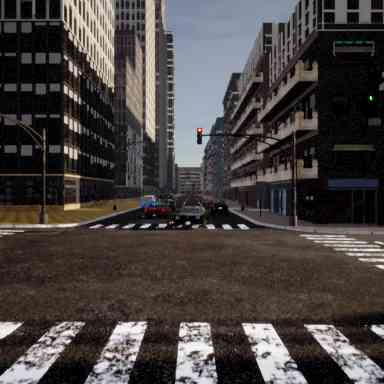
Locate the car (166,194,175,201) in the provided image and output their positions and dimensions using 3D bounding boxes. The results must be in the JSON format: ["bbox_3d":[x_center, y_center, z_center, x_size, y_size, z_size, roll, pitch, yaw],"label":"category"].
[{"bbox_3d":[-5.672,1.336,88.963,2.192,1.841,5.009,0,0,0],"label":"car"}]

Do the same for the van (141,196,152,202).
[{"bbox_3d":[-5.683,1.346,43.728,1.690,1.788,3.998,0,0,0],"label":"van"}]

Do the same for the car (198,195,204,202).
[{"bbox_3d":[2.702,1.560,60.690,2.008,1.369,4.403,0,0,0],"label":"car"}]

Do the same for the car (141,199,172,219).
[{"bbox_3d":[-3.095,1.603,29.564,1.895,1.301,4.718,0,0,0],"label":"car"}]

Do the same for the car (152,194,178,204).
[{"bbox_3d":[-3.095,1.225,39.463,2.150,2.045,5.566,0,0,0],"label":"car"}]

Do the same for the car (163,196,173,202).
[{"bbox_3d":[-5.674,1.567,77.654,2.008,1.369,4.403,0,0,0],"label":"car"}]

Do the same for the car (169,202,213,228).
[{"bbox_3d":[0.058,1.597,22.357,1.895,1.301,4.718,0,0,8],"label":"car"}]

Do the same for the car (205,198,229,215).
[{"bbox_3d":[2.696,1.568,33.760,1.947,1.339,4.313,0,0,0],"label":"car"}]

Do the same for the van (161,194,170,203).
[{"bbox_3d":[-5.676,1.355,72.000,1.690,1.788,3.998,0,0,0],"label":"van"}]

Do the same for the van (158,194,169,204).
[{"bbox_3d":[-5.678,1.353,66.345,1.690,1.788,3.998,0,0,0],"label":"van"}]

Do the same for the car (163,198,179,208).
[{"bbox_3d":[-3.072,1.570,49.553,1.994,1.385,4.181,0,0,0],"label":"car"}]

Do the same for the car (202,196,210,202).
[{"bbox_3d":[2.698,1.549,43.727,1.887,1.381,4.507,0,0,0],"label":"car"}]

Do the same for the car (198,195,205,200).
[{"bbox_3d":[2.710,1.590,94.615,1.947,1.339,4.313,0,0,0],"label":"car"}]
